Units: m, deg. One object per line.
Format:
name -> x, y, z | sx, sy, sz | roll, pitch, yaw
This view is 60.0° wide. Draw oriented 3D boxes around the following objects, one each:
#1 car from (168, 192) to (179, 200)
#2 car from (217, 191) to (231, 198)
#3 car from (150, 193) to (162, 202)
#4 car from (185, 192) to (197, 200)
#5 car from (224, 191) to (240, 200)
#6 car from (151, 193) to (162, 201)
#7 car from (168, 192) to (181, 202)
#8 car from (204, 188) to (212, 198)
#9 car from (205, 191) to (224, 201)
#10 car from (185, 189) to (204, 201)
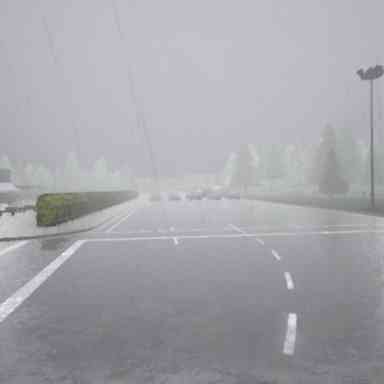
car -> -3.833, 0.830, 69.000 | 2.128, 1.511, 4.902 | -1, 1, -5
car -> 6.622, 0.511, 69.933 | 2.128, 1.511, 4.902 | -1, 1, -5
car -> -6.570, 1.038, 60.353 | 1.994, 1.385, 4.181 | -1, 1, -5
car -> -0.346, 0.841, 69.312 | 2.033, 1.411, 5.357 | -1, 1, -5
car -> 7.442, 0.741, 60.802 | 1.837, 1.490, 4.892 | -1, 1, -5
car -> -7.317, 0.972, 68.689 | 1.994, 1.385, 4.181 | -1, 1, -5
car -> -3.016, 1.021, 59.898 | 1.895, 1.301, 4.718 | -1, 1, -5
car -> 3.129, 0.272, 69.648 | 2.150, 2.045, 5.566 | -1, 1, -5
car -> 3.993, 0.902, 60.106 | 1.895, 1.301, 4.718 | -1, 1, -5
car -> 0.471, 0.711, 60.147 | 2.097, 1.767, 4.553 | -1, 1, -5
